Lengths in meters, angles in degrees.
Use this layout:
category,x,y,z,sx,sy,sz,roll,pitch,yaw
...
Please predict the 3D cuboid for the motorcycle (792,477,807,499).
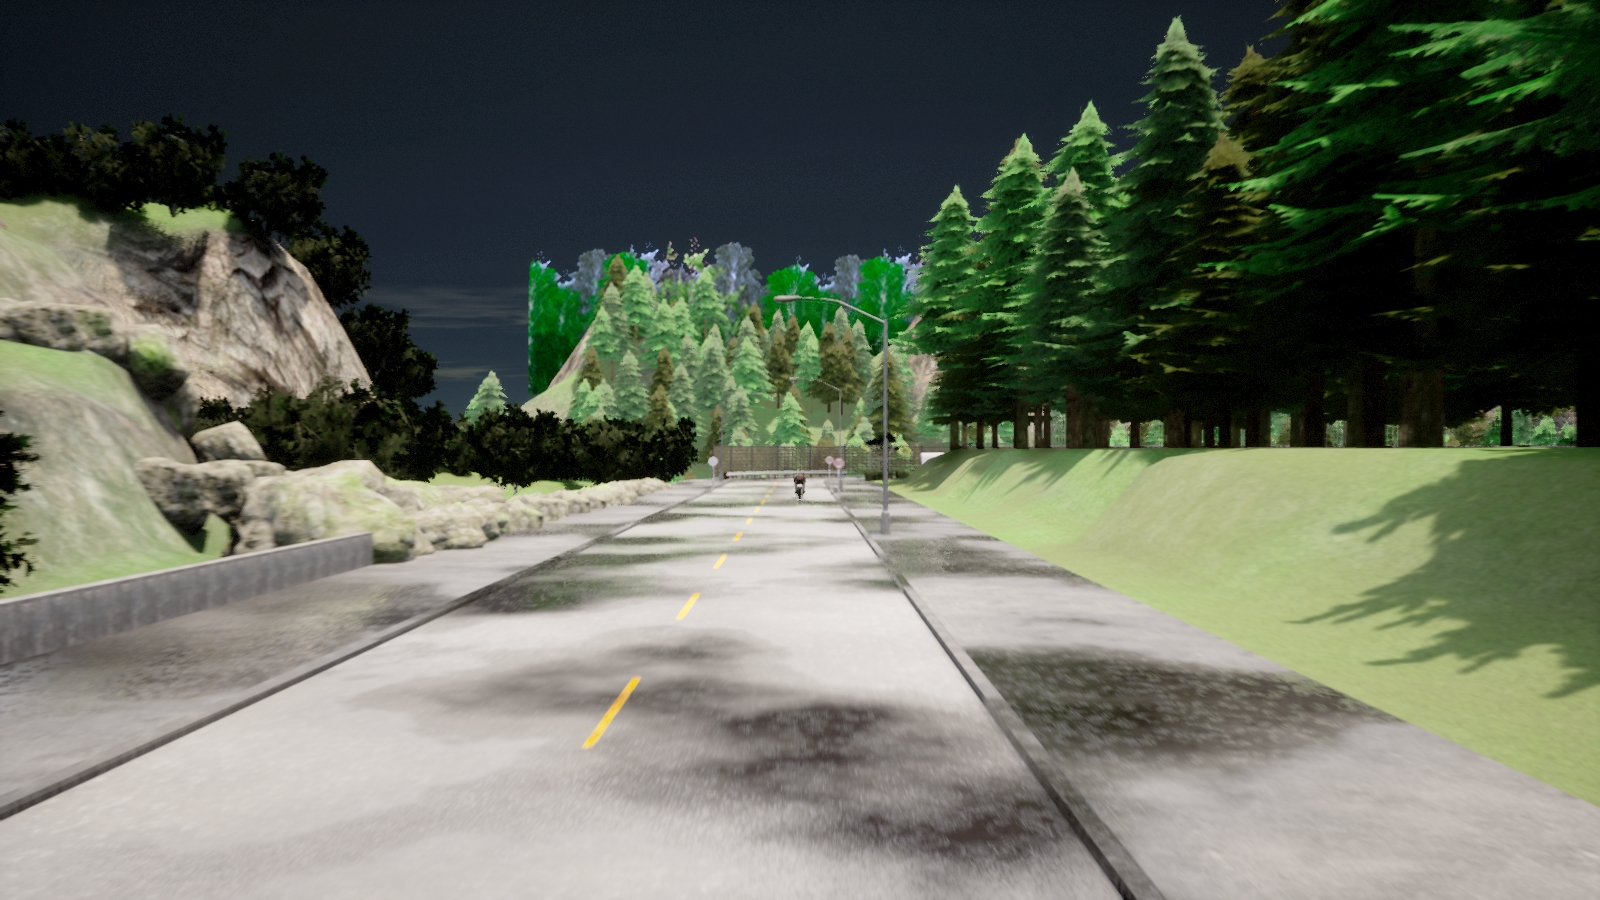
category,x,y,z,sx,sy,sz,roll,pitch,yaw
motorcycle,-0.003,2.205,66.943,0.867,1.251,2.209,0,0,0
